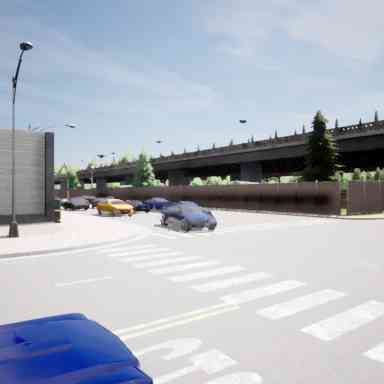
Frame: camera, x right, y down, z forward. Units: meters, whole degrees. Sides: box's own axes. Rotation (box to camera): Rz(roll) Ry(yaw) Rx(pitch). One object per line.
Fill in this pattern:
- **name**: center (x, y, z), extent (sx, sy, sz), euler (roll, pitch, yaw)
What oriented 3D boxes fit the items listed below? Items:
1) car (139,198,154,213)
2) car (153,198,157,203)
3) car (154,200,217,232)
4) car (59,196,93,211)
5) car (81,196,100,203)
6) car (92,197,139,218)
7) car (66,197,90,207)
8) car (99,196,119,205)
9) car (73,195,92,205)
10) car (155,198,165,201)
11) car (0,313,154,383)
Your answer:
- **car**: center (-6.210, 1.545, 35.162), extent (1.895, 1.301, 4.718), euler (0, 0, -36)
- **car**: center (-4.279, 1.422, 38.819), extent (1.882, 1.535, 5.008), euler (0, 0, -36)
- **car**: center (-0.340, 1.496, 20.244), extent (1.812, 1.442, 4.674), euler (0, 1, -30)
- **car**: center (-13.991, 1.492, 40.032), extent (2.033, 1.411, 5.357), euler (0, 0, -36)
- **car**: center (-20.759, 1.487, 67.785), extent (2.033, 1.411, 5.357), euler (0, 0, -36)
- **car**: center (-7.061, 1.422, 30.328), extent (1.882, 1.535, 5.008), euler (0, 0, -36)
- **car**: center (-17.498, 1.492, 50.979), extent (2.033, 1.411, 5.357), euler (0, 0, -35)
- **car**: center (-14.936, 1.508, 59.730), extent (1.994, 1.385, 4.181), euler (0, 0, -35)
- **car**: center (-19.969, 1.422, 60.755), extent (1.882, 1.535, 5.008), euler (0, 0, -36)
- **car**: center (-0.640, 1.492, 27.360), extent (2.033, 1.411, 5.357), euler (0, 0, -36)
- **car**: center (-2.540, 1.601, 1.964), extent (4.718, 1.301, 1.895), euler (0, 0, -36)
